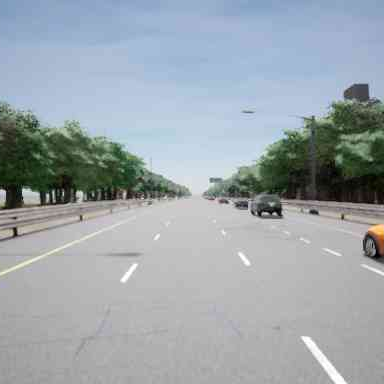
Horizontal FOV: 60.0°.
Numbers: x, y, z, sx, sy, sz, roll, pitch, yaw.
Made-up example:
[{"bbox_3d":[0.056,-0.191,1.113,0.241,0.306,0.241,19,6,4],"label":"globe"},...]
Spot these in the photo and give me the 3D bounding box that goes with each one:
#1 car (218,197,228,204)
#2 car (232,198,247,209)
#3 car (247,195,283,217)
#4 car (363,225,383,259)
[{"bbox_3d":[7.349,1.935,79.387,2.097,1.767,4.553,0,-1,1],"label":"car"},{"bbox_3d":[7.133,1.704,49.023,1.837,1.490,4.892,0,-1,0],"label":"car"},{"bbox_3d":[7.056,1.285,31.944,2.150,2.045,5.566,0,0,0],"label":"car"},{"bbox_3d":[7.007,1.354,9.744,2.097,1.767,4.553,0,0,0],"label":"car"}]
